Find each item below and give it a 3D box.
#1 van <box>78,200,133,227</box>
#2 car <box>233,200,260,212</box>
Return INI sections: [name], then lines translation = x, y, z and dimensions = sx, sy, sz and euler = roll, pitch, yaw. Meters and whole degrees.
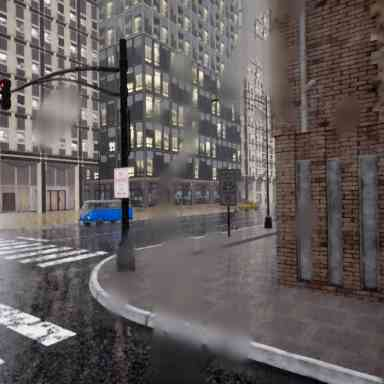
[van]
translation = -6.019, 1.460, 23.488
dimensions = 1.690, 1.788, 3.998
euler = -2, -1, 36
[car]
translation = 6.812, 1.688, 41.400
dimensions = 1.752, 1.417, 4.829
euler = -2, -1, 36
